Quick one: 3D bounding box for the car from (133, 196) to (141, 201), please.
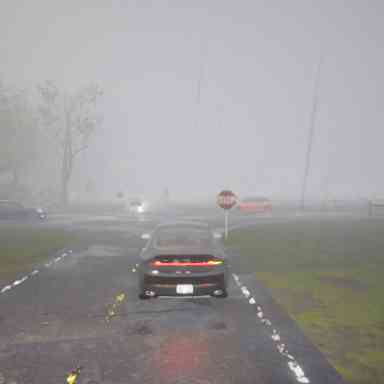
[{"bbox_3d":[-13.592,1.596,81.769,1.895,1.301,4.718,0,0,-9],"label":"car"}]

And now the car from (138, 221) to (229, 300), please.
[{"bbox_3d":[-0.251,1.504,8.422,1.837,1.490,4.892,0,0,-3],"label":"car"}]

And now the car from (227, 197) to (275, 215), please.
[{"bbox_3d":[5.642,1.278,32.357,4.553,1.767,2.097,0,0,4],"label":"car"}]

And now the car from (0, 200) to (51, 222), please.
[{"bbox_3d":[-13.694,1.425,26.299,4.553,1.767,2.097,0,0,-5],"label":"car"}]

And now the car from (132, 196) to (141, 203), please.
[{"bbox_3d":[-11.446,1.558,68.605,1.812,1.442,4.674,0,0,-9],"label":"car"}]

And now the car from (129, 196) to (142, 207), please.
[{"bbox_3d":[-8.757,1.565,51.621,2.033,1.411,5.357,0,0,-9],"label":"car"}]
